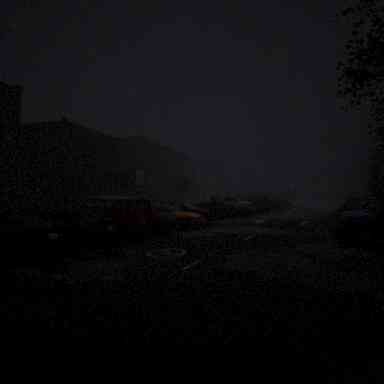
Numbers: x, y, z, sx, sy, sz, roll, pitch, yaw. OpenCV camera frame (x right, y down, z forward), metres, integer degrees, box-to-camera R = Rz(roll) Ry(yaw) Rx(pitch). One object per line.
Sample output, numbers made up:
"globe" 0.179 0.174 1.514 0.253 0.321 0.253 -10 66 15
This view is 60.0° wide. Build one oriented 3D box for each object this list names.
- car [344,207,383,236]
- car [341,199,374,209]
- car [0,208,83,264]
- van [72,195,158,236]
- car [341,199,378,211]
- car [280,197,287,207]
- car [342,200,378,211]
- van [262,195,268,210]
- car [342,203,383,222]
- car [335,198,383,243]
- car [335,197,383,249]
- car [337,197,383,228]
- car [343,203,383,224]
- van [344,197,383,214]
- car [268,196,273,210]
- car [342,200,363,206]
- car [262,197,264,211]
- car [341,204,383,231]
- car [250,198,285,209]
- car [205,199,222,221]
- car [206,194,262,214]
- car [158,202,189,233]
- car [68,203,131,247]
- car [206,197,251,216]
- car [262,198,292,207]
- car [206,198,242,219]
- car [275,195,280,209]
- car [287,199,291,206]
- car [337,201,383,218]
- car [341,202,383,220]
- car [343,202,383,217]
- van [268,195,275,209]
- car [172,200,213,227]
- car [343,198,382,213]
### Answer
"car" 11.360 1.690 19.135 4.674 1.452 2.002 1 0 24
"car" 28.386 2.088 57.141 5.008 1.535 2.097 1 -1 24
"car" -6.459 1.396 11.391 4.792 1.488 2.163 1 0 24
"van" -4.246 1.173 16.545 4.442 1.987 1.878 1 0 24
"car" 26.113 2.003 52.059 5.008 1.535 2.097 1 -1 24
"car" 10.769 1.456 49.746 5.566 2.045 2.435 1 0 24
"car" 24.968 2.006 49.518 4.674 1.452 2.002 1 0 24
"van" 6.265 1.375 39.479 4.442 1.987 1.878 1 0 24
"car" 15.832 1.771 29.201 4.792 1.488 2.163 1 0 24
"car" 10.153 1.379 16.491 5.566 2.045 2.435 1 0 24
"car" 9.067 1.363 14.061 5.566 2.045 2.435 1 0 24
"car" 13.565 1.441 24.118 5.566 2.045 2.435 1 0 24
"car" 14.748 1.746 26.635 4.792 1.488 2.163 1 0 24
"van" 21.659 1.648 41.855 4.442 1.987 1.878 1 0 24
"car" 7.295 1.626 42.086 4.892 1.521 2.231 1 0 24
"car" 40.064 2.662 83.116 4.674 1.452 2.002 1 -1 24
"car" 5.006 1.572 36.969 5.008 1.535 2.097 1 0 24
"car" 12.444 1.671 21.565 5.008 1.535 2.097 1 0 24
"car" 11.892 1.738 52.314 4.892 1.521 2.231 1 0 24
"car" -0.716 1.453 24.173 5.008 1.535 2.097 1 0 24
"car" 3.896 1.296 34.396 5.566 2.045 2.435 1 0 24
"car" -2.972 1.448 19.044 4.792 1.488 2.163 1 0 24
"car" -5.314 1.413 13.950 4.792 1.488 2.163 1 0 24
"car" 2.716 1.521 31.846 4.892 1.521 2.231 1 0 24
"car" 15.325 1.852 59.985 4.892 1.521 2.231 1 0 24
"car" 1.551 1.526 29.302 4.792 1.488 2.163 1 0 24
"car" 9.566 1.551 47.215 4.553 1.767 2.185 1 0 24
"car" 14.213 1.559 57.418 5.566 2.045 2.435 1 0 24
"car" 17.964 1.788 34.351 5.366 1.575 1.946 1 0 24
"car" 16.991 1.768 31.734 5.008 1.535 2.097 1 0 24
"car" 19.268 1.860 36.818 4.674 1.452 2.002 1 0 24
"van" 8.344 1.424 44.691 4.442 1.987 1.878 1 0 24
"car" -1.685 1.435 21.539 5.366 1.575 1.946 1 0 24
"car" 22.660 1.775 44.452 4.553 1.767 2.185 1 0 24
